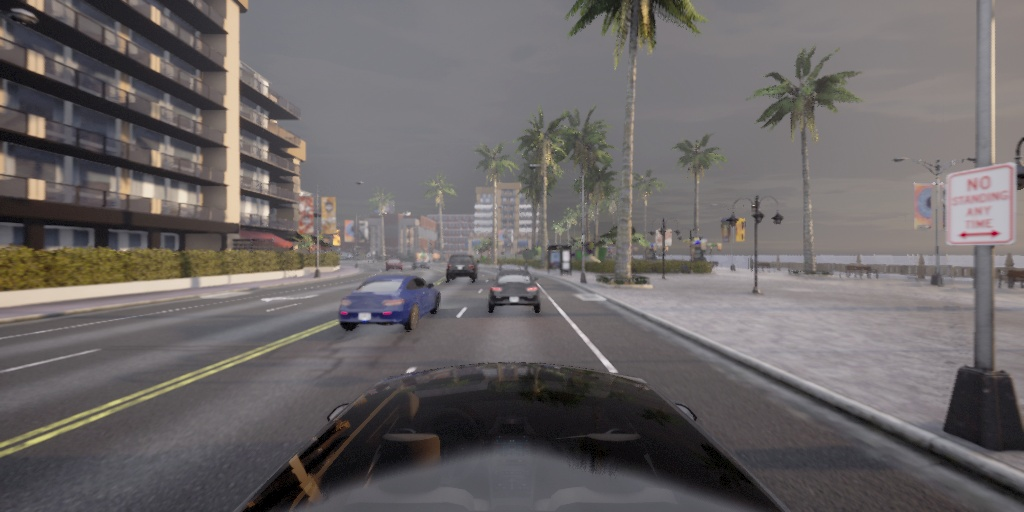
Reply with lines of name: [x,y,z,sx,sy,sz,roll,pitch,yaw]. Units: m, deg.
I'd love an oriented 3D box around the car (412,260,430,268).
car: [-12.218,1.175,48.013,1.994,1.385,4.181,0,0,-21]

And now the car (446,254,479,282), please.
car: [-3.783,0.896,27.656,2.150,2.045,5.566,0,0,-3]

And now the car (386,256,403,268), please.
car: [-14.684,1.098,44.743,1.882,1.535,5.008,0,0,-21]

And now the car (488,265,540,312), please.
car: [0.072,1.239,13.910,1.812,1.442,4.674,0,0,0]

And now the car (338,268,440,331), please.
car: [-3.448,1.248,10.760,1.812,1.442,4.674,0,0,1]
